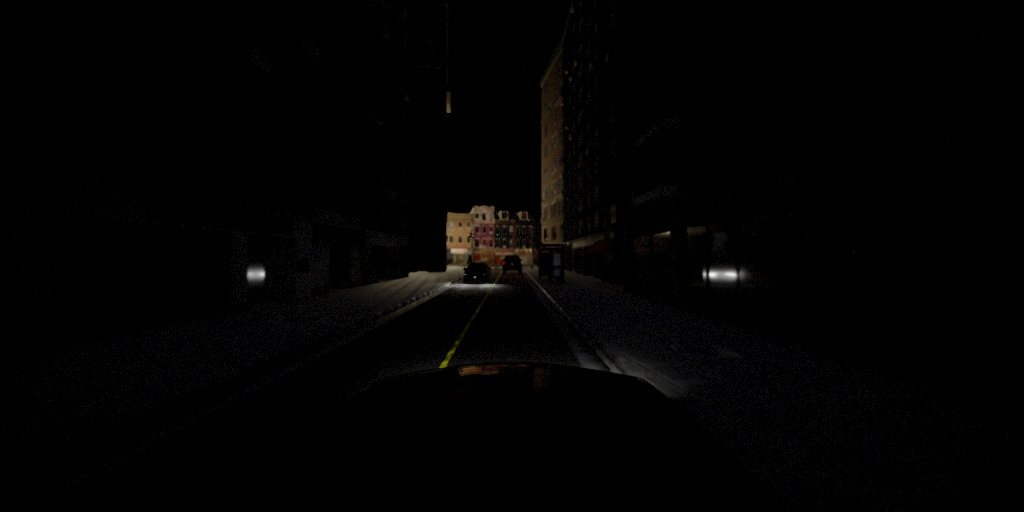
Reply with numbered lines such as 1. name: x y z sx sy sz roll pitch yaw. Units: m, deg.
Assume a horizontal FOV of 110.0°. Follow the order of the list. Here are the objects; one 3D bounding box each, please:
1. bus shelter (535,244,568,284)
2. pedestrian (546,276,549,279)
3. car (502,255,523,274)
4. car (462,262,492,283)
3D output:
1. bus shelter: 2.883 0.602 25.510 1.920 2.740 3.880 0 0 0
2. pedestrian: 2.882 0.865 28.083 0.375 1.860 0.375 0 0 -10
3. car: 0.039 0.930 40.496 2.150 2.045 5.566 0 0 0
4. car: -2.598 1.228 27.513 1.837 1.490 4.892 0 0 0
